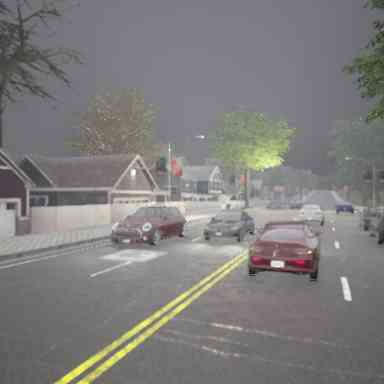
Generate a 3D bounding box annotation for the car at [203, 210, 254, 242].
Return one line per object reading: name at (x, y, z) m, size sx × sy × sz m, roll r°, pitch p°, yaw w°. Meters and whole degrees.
car at (2.085, 1.664, 17.361) m, size 1.812 × 1.442 × 4.674 m, roll 0°, pitch -1°, yaw 22°

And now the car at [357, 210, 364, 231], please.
car at (11.937, 1.672, 21.498) m, size 1.837 × 1.490 × 4.892 m, roll 0°, pitch -1°, yaw 22°

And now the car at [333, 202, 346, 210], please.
car at (25.193, 2.418, 56.963) m, size 1.895 × 1.301 × 4.718 m, roll 0°, pitch -1°, yaw 22°

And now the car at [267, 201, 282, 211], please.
car at (13.325, 2.224, 53.822) m, size 1.812 × 1.442 × 4.674 m, roll 0°, pitch -1°, yaw 22°

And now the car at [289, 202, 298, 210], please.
car at (17.178, 2.279, 54.651) m, size 2.033 × 1.411 × 5.357 m, roll 0°, pitch -1°, yaw 22°

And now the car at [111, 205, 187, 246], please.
car at (-1.925, 1.487, 16.078) m, size 2.097 × 1.767 × 4.553 m, roll 0°, pitch 0°, yaw 22°

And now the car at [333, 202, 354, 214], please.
car at (18.923, 1.942, 41.330) m, size 1.882 × 1.535 × 5.008 m, roll 0°, pitch -1°, yaw 22°

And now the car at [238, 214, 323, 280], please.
car at (2.950, 1.606, 10.243) m, size 1.812 × 1.442 × 4.674 m, roll 0°, pitch 0°, yaw 22°

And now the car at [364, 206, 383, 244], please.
car at (9.692, 1.620, 15.933) m, size 1.837 × 1.490 × 4.892 m, roll 0°, pitch -1°, yaw 22°

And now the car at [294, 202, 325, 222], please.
car at (9.480, 1.750, 26.433) m, size 1.812 × 1.442 × 4.674 m, roll 0°, pitch -1°, yaw 22°
